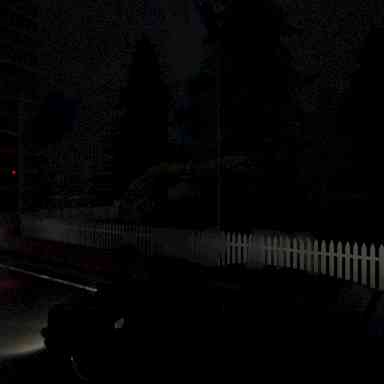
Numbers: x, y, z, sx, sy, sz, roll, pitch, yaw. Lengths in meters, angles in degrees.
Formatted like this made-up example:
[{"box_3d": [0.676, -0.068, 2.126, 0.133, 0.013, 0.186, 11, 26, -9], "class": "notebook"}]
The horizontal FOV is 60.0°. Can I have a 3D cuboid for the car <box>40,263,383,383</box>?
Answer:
[{"box_3d": [0.622, 1.547, 3.550, 5.357, 1.411, 2.033, 0, 0, 36], "class": "car"}]

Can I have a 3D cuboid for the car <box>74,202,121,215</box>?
[{"box_3d": [-9.266, 1.296, 32.144, 2.097, 1.767, 4.553, 0, 0, 20], "class": "car"}]

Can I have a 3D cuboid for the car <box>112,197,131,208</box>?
[{"box_3d": [-10.267, 1.470, 48.793, 1.812, 1.442, 4.674, 0, 0, -2], "class": "car"}]
